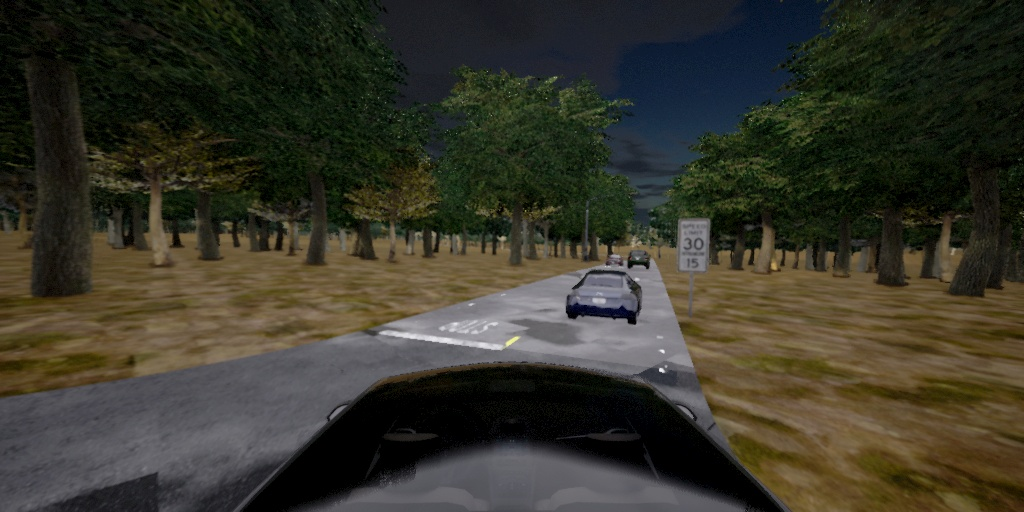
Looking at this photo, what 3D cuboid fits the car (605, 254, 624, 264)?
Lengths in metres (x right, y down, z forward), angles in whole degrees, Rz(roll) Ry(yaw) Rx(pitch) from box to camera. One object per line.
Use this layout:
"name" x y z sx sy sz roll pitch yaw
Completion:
"car" 12.977 0.525 45.269 1.812 1.442 4.674 2 1 21

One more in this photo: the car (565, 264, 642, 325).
"car" 3.026 1.124 11.355 1.994 1.385 4.181 2 2 21

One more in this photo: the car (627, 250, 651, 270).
"car" 13.949 0.360 39.409 2.150 2.045 5.566 2 1 22
